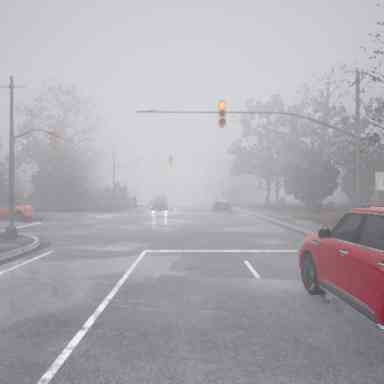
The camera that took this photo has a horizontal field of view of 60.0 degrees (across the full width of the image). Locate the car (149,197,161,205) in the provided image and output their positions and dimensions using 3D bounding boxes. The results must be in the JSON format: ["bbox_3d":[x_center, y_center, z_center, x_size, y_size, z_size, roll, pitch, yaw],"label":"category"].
[{"bbox_3d":[-8.077,1.931,71.570,2.097,1.767,4.553,0,-1,-13],"label":"car"}]

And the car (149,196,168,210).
[{"bbox_3d":[-4.075,1.544,42.520,1.837,1.490,4.892,0,0,-3],"label":"car"}]

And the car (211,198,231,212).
[{"bbox_3d":[3.319,1.485,38.637,1.882,1.535,5.008,0,0,-2],"label":"car"}]

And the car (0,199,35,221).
[{"bbox_3d":[-15.236,1.404,26.674,4.553,1.767,2.097,-1,0,-1],"label":"car"}]

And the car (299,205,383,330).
[{"bbox_3d":[3.592,1.217,5.480,2.150,2.045,5.566,0,0,0],"label":"car"}]
